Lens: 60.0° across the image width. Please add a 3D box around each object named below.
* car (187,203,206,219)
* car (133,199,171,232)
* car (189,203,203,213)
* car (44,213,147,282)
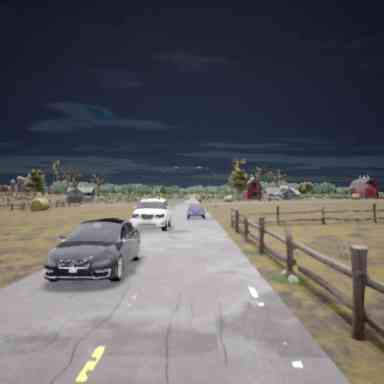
[{"bbox_3d":[0.429,1.969,34.235,2.033,1.411,5.357,0,-1,1],"label":"car"},{"bbox_3d":[-2.611,1.482,22.369,2.150,2.045,5.566,0,-1,1],"label":"car"},{"bbox_3d":[0.570,2.187,46.570,1.895,1.301,4.718,0,-1,1],"label":"car"},{"bbox_3d":[-2.753,1.614,10.207,1.837,1.490,4.892,0,-1,1],"label":"car"}]
